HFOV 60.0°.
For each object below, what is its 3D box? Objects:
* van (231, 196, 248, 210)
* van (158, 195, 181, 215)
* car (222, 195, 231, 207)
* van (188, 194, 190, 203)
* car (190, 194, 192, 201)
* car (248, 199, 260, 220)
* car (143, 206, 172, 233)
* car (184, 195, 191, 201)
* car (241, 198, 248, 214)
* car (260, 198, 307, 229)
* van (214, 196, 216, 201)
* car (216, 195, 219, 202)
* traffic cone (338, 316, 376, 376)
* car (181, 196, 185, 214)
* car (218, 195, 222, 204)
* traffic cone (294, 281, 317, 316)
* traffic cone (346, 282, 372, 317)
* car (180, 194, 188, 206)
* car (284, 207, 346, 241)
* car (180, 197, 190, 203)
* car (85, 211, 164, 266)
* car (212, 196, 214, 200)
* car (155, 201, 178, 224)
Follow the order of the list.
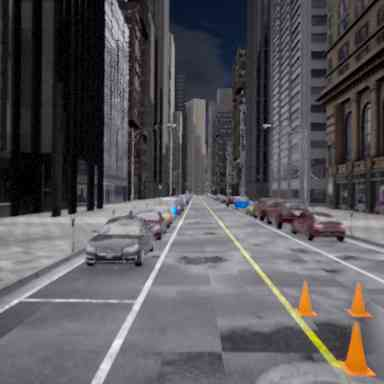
[{"bbox_3d":[6.657,1.502,44.988,1.690,1.788,3.998,1,0,1],"label":"van"},{"bbox_3d":[-2.074,1.385,28.255,1.690,1.788,3.998,1,0,1],"label":"van"},{"bbox_3d":[6.794,1.505,56.206,2.192,1.841,5.009,1,0,1],"label":"car"},{"bbox_3d":[-1.730,1.457,56.300,1.690,1.788,3.998,1,0,1],"label":"van"},{"bbox_3d":[-1.661,1.446,61.909,2.192,1.841,5.009,1,0,1],"label":"car"},{"bbox_3d":[6.451,1.433,28.162,2.192,1.841,5.009,1,0,1],"label":"car"},{"bbox_3d":[-2.214,1.599,17.036,1.802,1.307,4.206,1,0,1],"label":"car"},{"bbox_3d":[-1.250,1.664,95.564,1.967,1.590,4.097,1,0,1],"label":"car"},{"bbox_3d":[6.519,1.658,33.941,1.752,1.417,4.829,1,0,1],"label":"car"},{"bbox_3d":[6.382,1.419,22.553,2.192,1.841,5.009,1,0,1],"label":"car"},{"bbox_3d":[7.138,1.607,84.249,1.690,1.788,3.998,1,0,1],"label":"van"},{"bbox_3d":[6.999,1.675,73.031,1.967,1.590,4.097,1,0,1],"label":"car"},{"bbox_3d":[2.114,1.982,4.283,0.340,0.580,0.340,1,0,1],"label":"traffic cone"},{"bbox_3d":[-2.006,1.498,33.864,1.967,1.590,4.097,1,0,1],"label":"car"},{"bbox_3d":[6.930,1.764,67.423,1.887,1.381,4.507,1,0,1],"label":"car"},{"bbox_3d":[2.138,1.987,6.283,0.340,0.580,0.340,1,0,1],"label":"traffic cone"},{"bbox_3d":[3.138,1.996,6.270,0.340,0.580,0.340,1,0,1],"label":"traffic cone"},{"bbox_3d":[-1.936,1.388,39.473,2.192,1.841,5.009,1,0,1],"label":"car"},{"bbox_3d":[6.311,1.673,16.944,1.802,1.307,4.206,1,0,1],"label":"car"},{"bbox_3d":[-1.526,1.712,73.126,2.008,1.369,4.403,1,0,1],"label":"car"},{"bbox_3d":[-2.282,1.555,11.427,2.008,1.369,4.403,1,0,1],"label":"car"},{"bbox_3d":[7.205,1.826,89.857,1.887,1.381,4.507,1,0,1],"label":"car"},{"bbox_3d":[-2.146,1.555,22.475,1.752,1.417,4.829,1,0,1],"label":"car"}]
